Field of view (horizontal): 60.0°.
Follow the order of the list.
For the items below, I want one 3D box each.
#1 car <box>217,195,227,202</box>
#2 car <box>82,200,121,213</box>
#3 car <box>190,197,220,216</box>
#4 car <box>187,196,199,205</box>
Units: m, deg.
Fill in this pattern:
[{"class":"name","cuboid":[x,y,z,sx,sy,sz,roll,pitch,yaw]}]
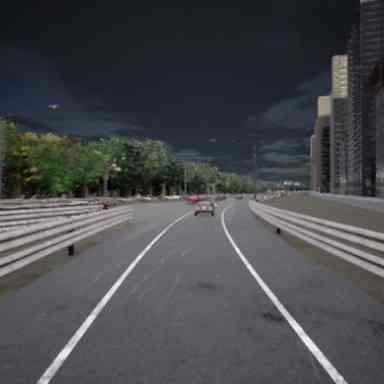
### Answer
[{"class":"car","cuboid":[6.794,1.526,77.728,1.837,1.490,4.892,0,0,18]},{"class":"car","cuboid":[-8.400,1.469,31.225,1.812,1.442,4.674,0,0,18]},{"class":"car","cuboid":[1.334,1.501,32.323,2.033,1.411,5.357,0,0,6]},{"class":"car","cuboid":[0.586,1.473,58.730,1.882,1.535,5.008,0,0,18]}]
